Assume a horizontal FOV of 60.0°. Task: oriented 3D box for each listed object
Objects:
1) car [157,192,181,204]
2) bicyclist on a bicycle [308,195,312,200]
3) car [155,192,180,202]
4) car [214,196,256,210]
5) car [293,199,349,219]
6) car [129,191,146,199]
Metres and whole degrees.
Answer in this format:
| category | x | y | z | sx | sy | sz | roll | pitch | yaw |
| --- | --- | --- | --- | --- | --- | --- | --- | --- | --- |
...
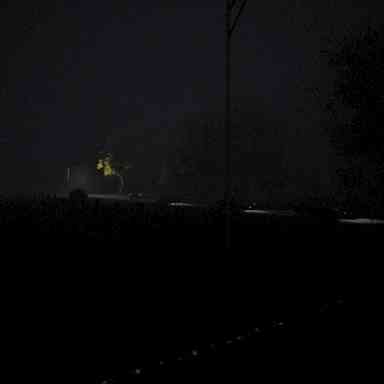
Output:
| category | x | y | z | sx | sy | sz | roll | pitch | yaw |
| --- | --- | --- | --- | --- | --- | --- | --- | --- | --- |
| car | -3.328 | 0.980 | 49.237 | 1.994 | 1.385 | 4.181 | 0 | 1 | -33 |
| bicyclist on a bicycle | 12.665 | 1.193 | 35.664 | 1.656 | 1.620 | 0.582 | 0 | 1 | -33 |
| car | -4.180 | 0.799 | 55.897 | 1.882 | 1.535 | 5.008 | 0 | 1 | -33 |
| car | 4.641 | 1.195 | 37.015 | 2.033 | 1.411 | 5.357 | 0 | 1 | -33 |
| car | 10.646 | 1.344 | 27.830 | 1.812 | 1.442 | 4.674 | 0 | 1 | -33 |
| car | -10.804 | 0.617 | 65.997 | 2.128 | 1.511 | 4.902 | 0 | 1 | -33 |
